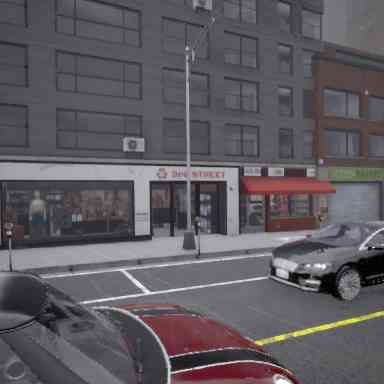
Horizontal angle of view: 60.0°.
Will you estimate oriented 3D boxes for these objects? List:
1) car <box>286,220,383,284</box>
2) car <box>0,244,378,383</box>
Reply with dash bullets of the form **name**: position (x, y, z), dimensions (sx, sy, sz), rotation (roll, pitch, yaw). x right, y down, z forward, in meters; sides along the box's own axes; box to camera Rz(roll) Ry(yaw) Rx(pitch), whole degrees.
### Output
- **car**: position (4.159, 1.490, 8.226), dimensions (4.902, 1.511, 2.128), rotation (0, 0, -25)
- **car**: position (-1.350, 1.352, 2.058), dimensions (4.553, 1.767, 2.097), rotation (0, 0, -25)
